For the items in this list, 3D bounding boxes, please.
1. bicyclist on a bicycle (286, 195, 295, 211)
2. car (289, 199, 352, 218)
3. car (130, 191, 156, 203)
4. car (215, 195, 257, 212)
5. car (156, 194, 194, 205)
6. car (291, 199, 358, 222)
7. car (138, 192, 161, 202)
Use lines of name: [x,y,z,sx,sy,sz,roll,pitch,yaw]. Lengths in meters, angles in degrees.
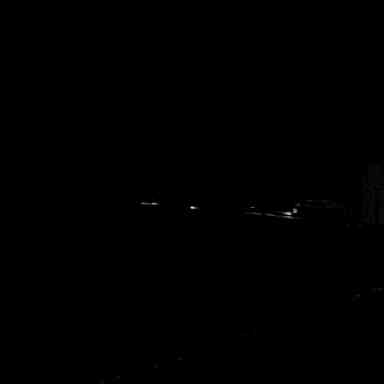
bicyclist on a bicycle: [10.265,1.137,34.393,1.656,1.620,0.582,0,1,-35]
car: [10.824,1.356,28.288,1.895,1.301,4.718,1,1,-35]
car: [-7.439,0.628,49.491,2.097,1.767,4.553,1,0,-34]
car: [4.228,1.100,32.617,2.128,1.511,4.902,1,1,-35]
car: [-1.920,0.980,41.474,2.033,1.411,5.357,1,1,-35]
car: [9.770,1.293,24.639,1.812,1.442,4.674,1,0,-35]
car: [-6.957,0.812,53.825,1.994,1.385,4.181,1,1,-34]
